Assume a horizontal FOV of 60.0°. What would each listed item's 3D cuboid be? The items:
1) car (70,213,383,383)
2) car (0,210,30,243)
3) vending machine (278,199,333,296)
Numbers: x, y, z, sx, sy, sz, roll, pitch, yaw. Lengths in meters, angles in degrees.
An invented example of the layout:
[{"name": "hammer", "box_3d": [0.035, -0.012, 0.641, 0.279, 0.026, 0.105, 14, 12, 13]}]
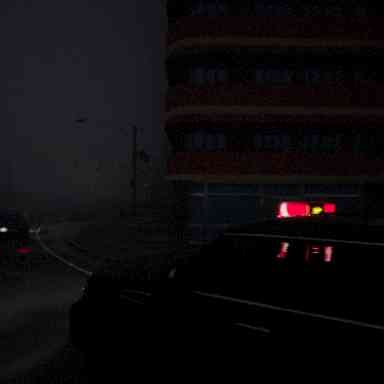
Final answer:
[{"name": "car", "box_3d": [1.158, 1.238, 3.300, 5.566, 2.045, 2.150, 1, 0, 36]}, {"name": "car", "box_3d": [-8.606, 1.495, 15.266, 1.994, 1.385, 4.181, 0, 0, -29]}, {"name": "vending machine", "box_3d": [2.738, 1.226, 7.998, 0.880, 2.100, 1.100, 0, 0, 41]}]
